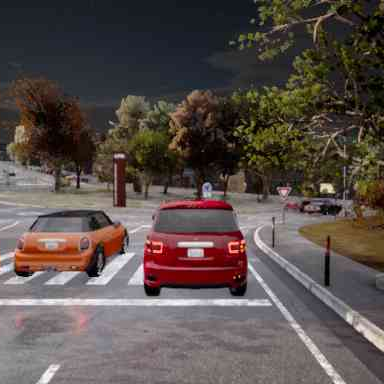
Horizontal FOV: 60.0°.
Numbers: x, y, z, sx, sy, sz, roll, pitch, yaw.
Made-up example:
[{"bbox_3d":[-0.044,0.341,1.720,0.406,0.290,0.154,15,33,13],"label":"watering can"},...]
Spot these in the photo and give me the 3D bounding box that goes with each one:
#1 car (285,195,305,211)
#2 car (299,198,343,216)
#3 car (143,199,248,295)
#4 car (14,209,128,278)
[{"bbox_3d":[12.066,1.208,36.787,2.097,1.767,4.553,1,2,42],"label":"car"},{"bbox_3d":[13.163,1.515,33.118,5.357,1.411,2.033,-2,2,-43],"label":"car"},{"bbox_3d":[0.067,1.197,8.792,2.150,2.045,5.566,0,0,0],"label":"car"},{"bbox_3d":[-3.384,1.319,10.241,2.097,1.767,4.553,0,0,1],"label":"car"}]
